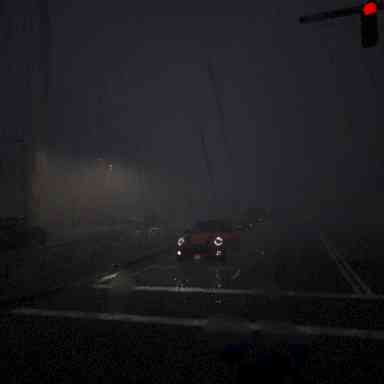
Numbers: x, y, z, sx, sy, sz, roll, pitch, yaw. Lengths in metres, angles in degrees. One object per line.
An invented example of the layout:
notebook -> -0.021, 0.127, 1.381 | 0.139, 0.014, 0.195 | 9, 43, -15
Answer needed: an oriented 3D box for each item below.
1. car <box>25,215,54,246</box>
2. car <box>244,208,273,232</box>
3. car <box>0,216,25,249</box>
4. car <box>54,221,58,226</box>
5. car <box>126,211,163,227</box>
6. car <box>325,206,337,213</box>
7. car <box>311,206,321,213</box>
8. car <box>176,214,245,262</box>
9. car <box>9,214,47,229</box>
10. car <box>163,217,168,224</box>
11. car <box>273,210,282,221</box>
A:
car -> -11.743, 2.625, 22.408 | 3.866, 1.878, 1.905 | -3, -3, 17
car -> 5.698, 2.456, 29.901 | 2.150, 2.045, 5.566 | -3, -3, 18
car -> -12.639, 2.523, 19.657 | 4.605, 1.855, 1.932 | -3, -3, 17
car -> -21.898, 4.426, 48.977 | 3.905, 1.438, 1.784 | -3, -3, 17
car -> -6.056, 3.318, 41.177 | 3.866, 1.878, 1.905 | -3, -3, 17
car -> 33.171, 4.113, 78.808 | 1.837, 1.490, 4.892 | -3, -3, 18
car -> 29.986, 4.343, 80.301 | 1.994, 1.385, 4.181 | -3, -3, 18
car -> 0.871, 2.058, 15.205 | 2.097, 1.767, 4.553 | -3, -3, 18
car -> -22.811, 4.117, 46.237 | 4.605, 1.855, 1.932 | -3, -3, 17
car -> -5.194, 3.658, 43.930 | 3.806, 1.475, 1.970 | -3, -3, 17
car -> 11.887, 3.390, 48.116 | 1.882, 1.535, 5.008 | -3, -3, 18
